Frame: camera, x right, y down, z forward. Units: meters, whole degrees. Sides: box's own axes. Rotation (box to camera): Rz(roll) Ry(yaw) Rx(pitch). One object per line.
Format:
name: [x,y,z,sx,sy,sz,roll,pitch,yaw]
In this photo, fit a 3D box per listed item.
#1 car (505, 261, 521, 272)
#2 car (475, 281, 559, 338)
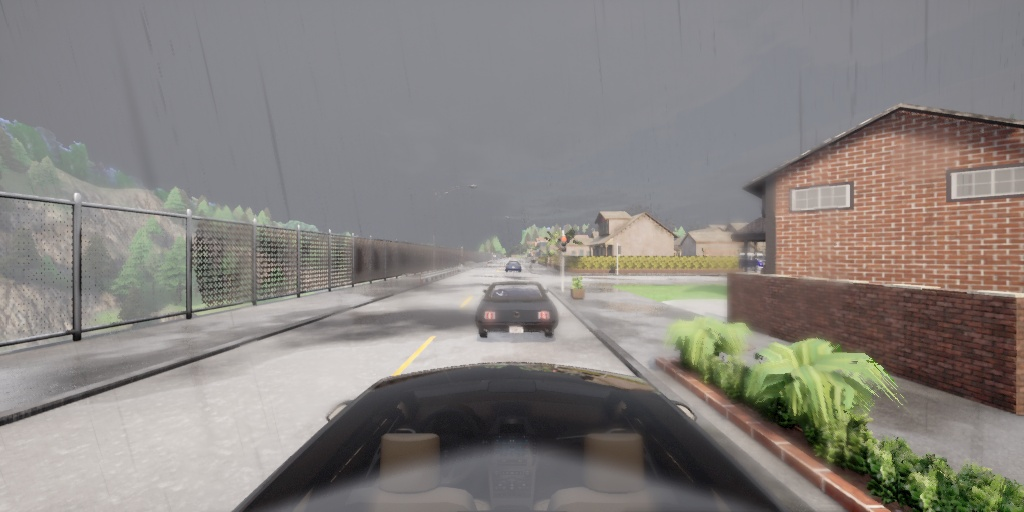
car: [0.184,1.314,45.405,1.994,1.385,4.181,0,0,0]
car: [0.115,1.351,10.184,1.895,1.301,4.718,0,0,0]
